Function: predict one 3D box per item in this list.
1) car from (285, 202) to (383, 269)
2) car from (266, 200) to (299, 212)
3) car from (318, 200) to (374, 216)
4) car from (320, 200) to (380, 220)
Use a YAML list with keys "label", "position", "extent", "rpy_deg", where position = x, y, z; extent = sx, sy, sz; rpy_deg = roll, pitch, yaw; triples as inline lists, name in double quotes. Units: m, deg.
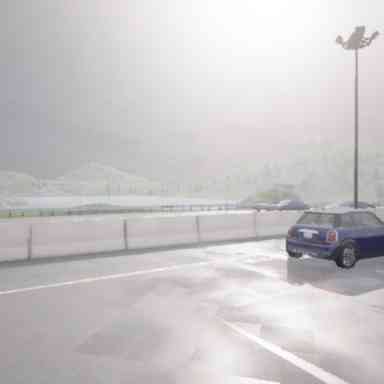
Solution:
- label: "car"
  position: [5.347, 1.342, 11.276]
  extent: [4.553, 1.767, 2.097]
  rpy_deg: [0, 0, -32]
- label: "car"
  position: [9.978, 1.489, 34.148]
  extent: [4.674, 1.442, 1.812]
  rpy_deg: [0, 0, -27]
- label: "car"
  position: [15.217, 1.521, 32.870]
  extent: [5.357, 1.411, 2.033]
  rpy_deg: [0, 0, -25]
- label: "car"
  position: [13.354, 1.456, 28.011]
  extent: [5.008, 1.535, 1.882]
  rpy_deg: [0, 0, -27]
